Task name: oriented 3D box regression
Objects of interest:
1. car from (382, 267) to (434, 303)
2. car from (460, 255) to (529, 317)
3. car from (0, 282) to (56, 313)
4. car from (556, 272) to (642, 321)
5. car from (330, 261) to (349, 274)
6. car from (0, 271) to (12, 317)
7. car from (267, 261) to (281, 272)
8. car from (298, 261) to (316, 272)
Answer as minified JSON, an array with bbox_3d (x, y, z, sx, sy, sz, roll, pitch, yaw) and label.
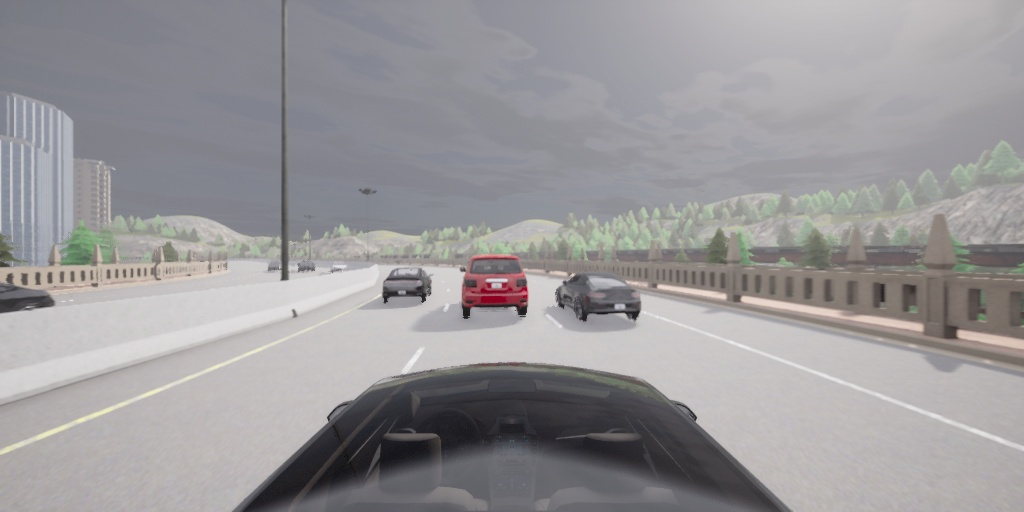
[{"bbox_3d":[-4.827,1.272,16.937,2.128,1.511,4.902,0,0,-9],"label":"car"},{"bbox_3d":[-0.754,0.984,13.392,2.150,2.045,5.566,0,0,-6],"label":"car"},{"bbox_3d":[-14.548,1.337,8.859,1.812,1.442,4.674,0,0,-5],"label":"car"},{"bbox_3d":[2.825,1.273,12.418,1.812,1.442,4.674,0,0,-6],"label":"car"},{"bbox_3d":[-21.018,1.389,43.689,1.812,1.442,4.674,0,0,-27],"label":"car"},{"bbox_3d":[-18.164,1.304,9.966,1.882,1.535,5.008,0,0,-7],"label":"car"},{"bbox_3d":[-32.358,1.415,49.276,1.837,1.490,4.892,0,0,-33],"label":"car"},{"bbox_3d":[-27.920,1.399,48.832,1.837,1.490,4.892,0,0,-32],"label":"car"}]
